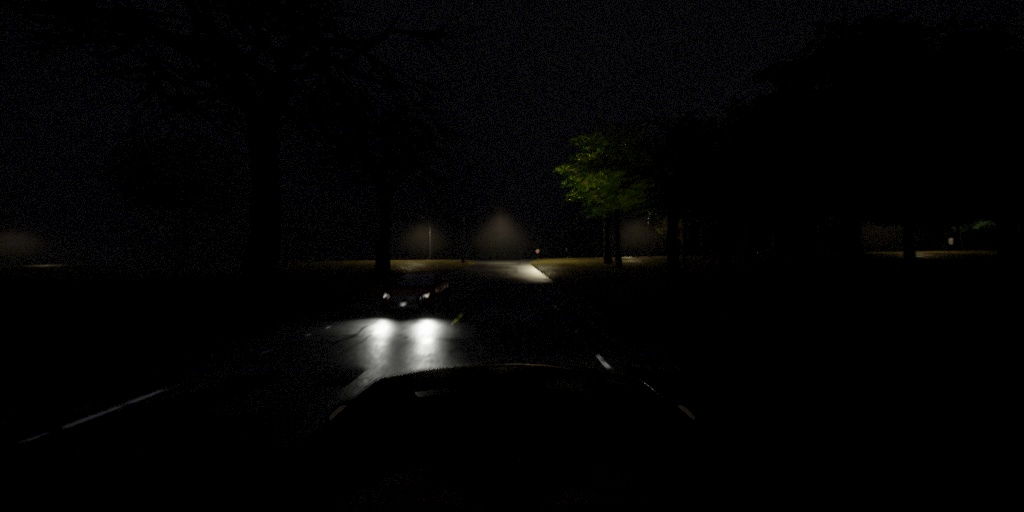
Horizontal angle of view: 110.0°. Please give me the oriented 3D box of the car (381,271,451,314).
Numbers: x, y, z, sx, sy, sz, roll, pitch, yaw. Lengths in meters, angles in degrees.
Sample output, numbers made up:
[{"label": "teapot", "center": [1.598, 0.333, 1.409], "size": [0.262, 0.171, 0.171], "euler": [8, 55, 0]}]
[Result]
[{"label": "car", "center": [-3.600, 1.323, 14.191], "size": [1.812, 1.442, 4.674], "euler": [0, 0, 0]}]
